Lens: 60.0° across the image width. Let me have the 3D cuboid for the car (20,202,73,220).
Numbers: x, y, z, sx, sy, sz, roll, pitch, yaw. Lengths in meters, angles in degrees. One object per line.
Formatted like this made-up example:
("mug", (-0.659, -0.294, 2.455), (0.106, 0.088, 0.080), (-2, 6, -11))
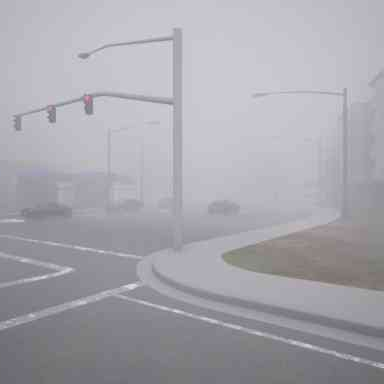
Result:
("car", (-12.428, 1.564, 28.604), (1.994, 1.385, 4.181), (0, 0, 36))

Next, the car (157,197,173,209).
("car", (-3.205, 1.505, 45.341), (1.837, 1.490, 4.892), (0, 0, 15))

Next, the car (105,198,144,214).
("car", (-7.251, 1.478, 36.087), (1.882, 1.535, 5.008), (0, 0, 30))

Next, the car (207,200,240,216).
("car", (3.228, 1.491, 32.951), (2.128, 1.511, 4.902), (0, 0, 28))
